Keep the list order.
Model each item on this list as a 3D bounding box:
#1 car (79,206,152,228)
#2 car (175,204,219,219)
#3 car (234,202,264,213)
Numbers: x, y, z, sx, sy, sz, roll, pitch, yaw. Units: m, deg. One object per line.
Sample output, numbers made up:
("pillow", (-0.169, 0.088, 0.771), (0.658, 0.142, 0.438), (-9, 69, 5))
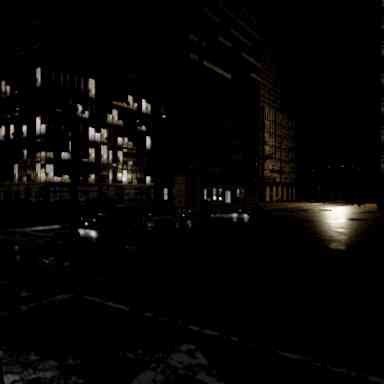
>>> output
("car", (-5.235, 1.689, 23.617), (2.033, 1.411, 5.357), (0, 0, 37))
("car", (0.525, 1.785, 31.348), (1.895, 1.301, 4.718), (0, 0, 37))
("car", (6.847, 1.832, 39.793), (1.895, 1.301, 4.718), (0, 0, 37))
